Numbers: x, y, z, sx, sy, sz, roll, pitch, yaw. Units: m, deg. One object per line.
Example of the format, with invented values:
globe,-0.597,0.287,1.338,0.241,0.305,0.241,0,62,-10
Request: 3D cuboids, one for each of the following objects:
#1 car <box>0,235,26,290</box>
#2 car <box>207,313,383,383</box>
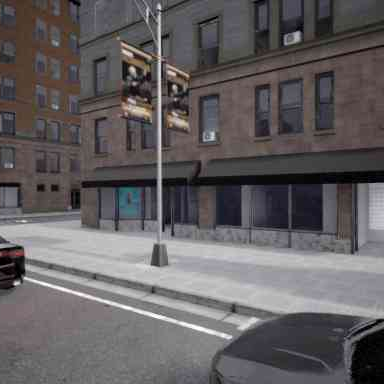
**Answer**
car,-5.948,1.477,7.899,5.008,1.535,1.882,0,0,35
car,2.352,1.505,2.010,4.892,1.490,1.837,0,0,35
